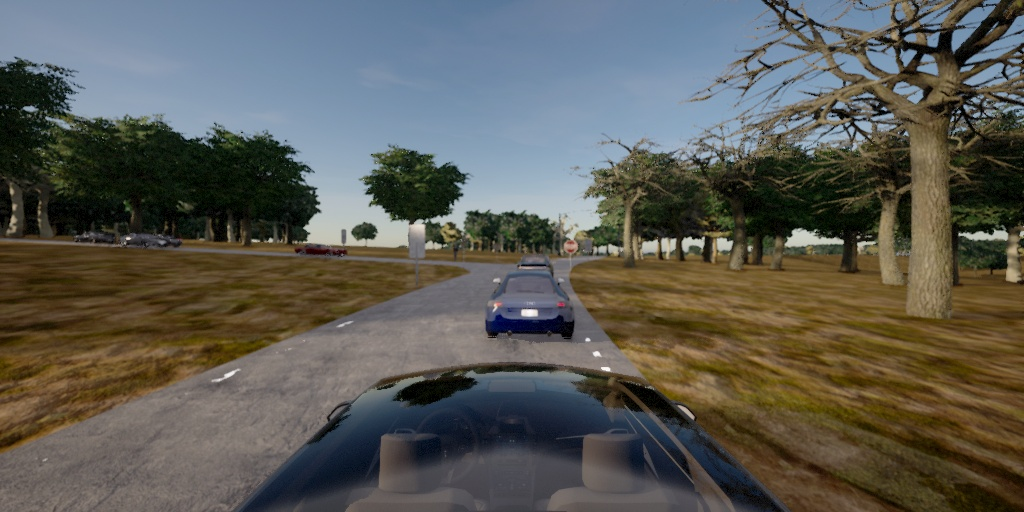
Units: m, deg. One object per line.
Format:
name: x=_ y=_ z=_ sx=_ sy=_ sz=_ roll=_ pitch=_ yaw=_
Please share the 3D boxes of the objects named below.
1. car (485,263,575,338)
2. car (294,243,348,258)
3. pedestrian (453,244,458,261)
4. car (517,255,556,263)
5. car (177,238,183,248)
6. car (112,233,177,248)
car: x=0.446 y=1.065 z=9.331 sx=1.994 sy=1.385 sz=4.181 roll=0 pitch=2 yaw=2
car: x=-18.600 y=-0.549 z=35.135 sx=4.718 sy=1.301 sz=1.895 roll=3 pitch=1 yaw=10
pedestrian: x=-6.214 y=-0.378 z=39.421 sx=0.375 sy=1.860 sz=0.375 roll=0 pitch=-2 yaw=10
car: x=1.280 y=0.679 z=19.038 sx=2.128 sy=1.511 sz=4.902 roll=0 pitch=2 yaw=7
car: x=-41.570 y=-1.811 z=42.340 sx=4.902 sy=1.511 sz=2.128 roll=3 pitch=1 yaw=10
car: x=-39.855 y=-1.675 z=38.893 sx=4.902 sy=1.511 sz=2.128 roll=3 pitch=1 yaw=10
